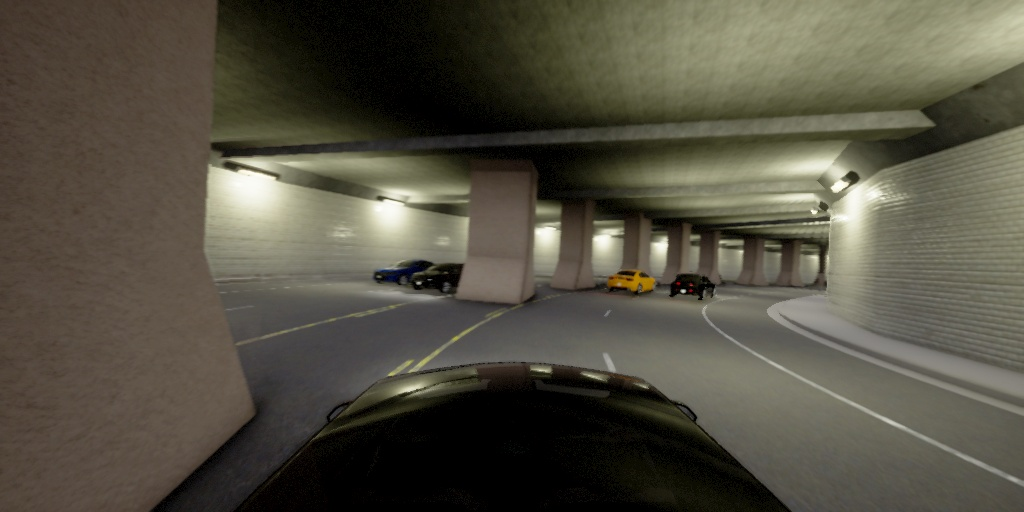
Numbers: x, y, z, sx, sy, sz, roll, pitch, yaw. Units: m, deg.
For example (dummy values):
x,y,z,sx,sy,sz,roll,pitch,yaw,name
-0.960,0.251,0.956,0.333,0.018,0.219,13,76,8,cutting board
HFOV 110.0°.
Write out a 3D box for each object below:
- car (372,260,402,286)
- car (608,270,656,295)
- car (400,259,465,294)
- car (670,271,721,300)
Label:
x,y,z,sx,sy,sz,roll,pitch,yaw,name
-6.032,0.905,21.563,1.882,1.535,5.008,3,0,27,car
8.150,1.672,24.118,1.882,1.535,5.008,3,0,38,car
-3.355,1.077,19.118,1.837,1.490,4.892,2,0,26,car
11.511,1.880,22.722,1.837,1.490,4.892,2,-1,40,car
